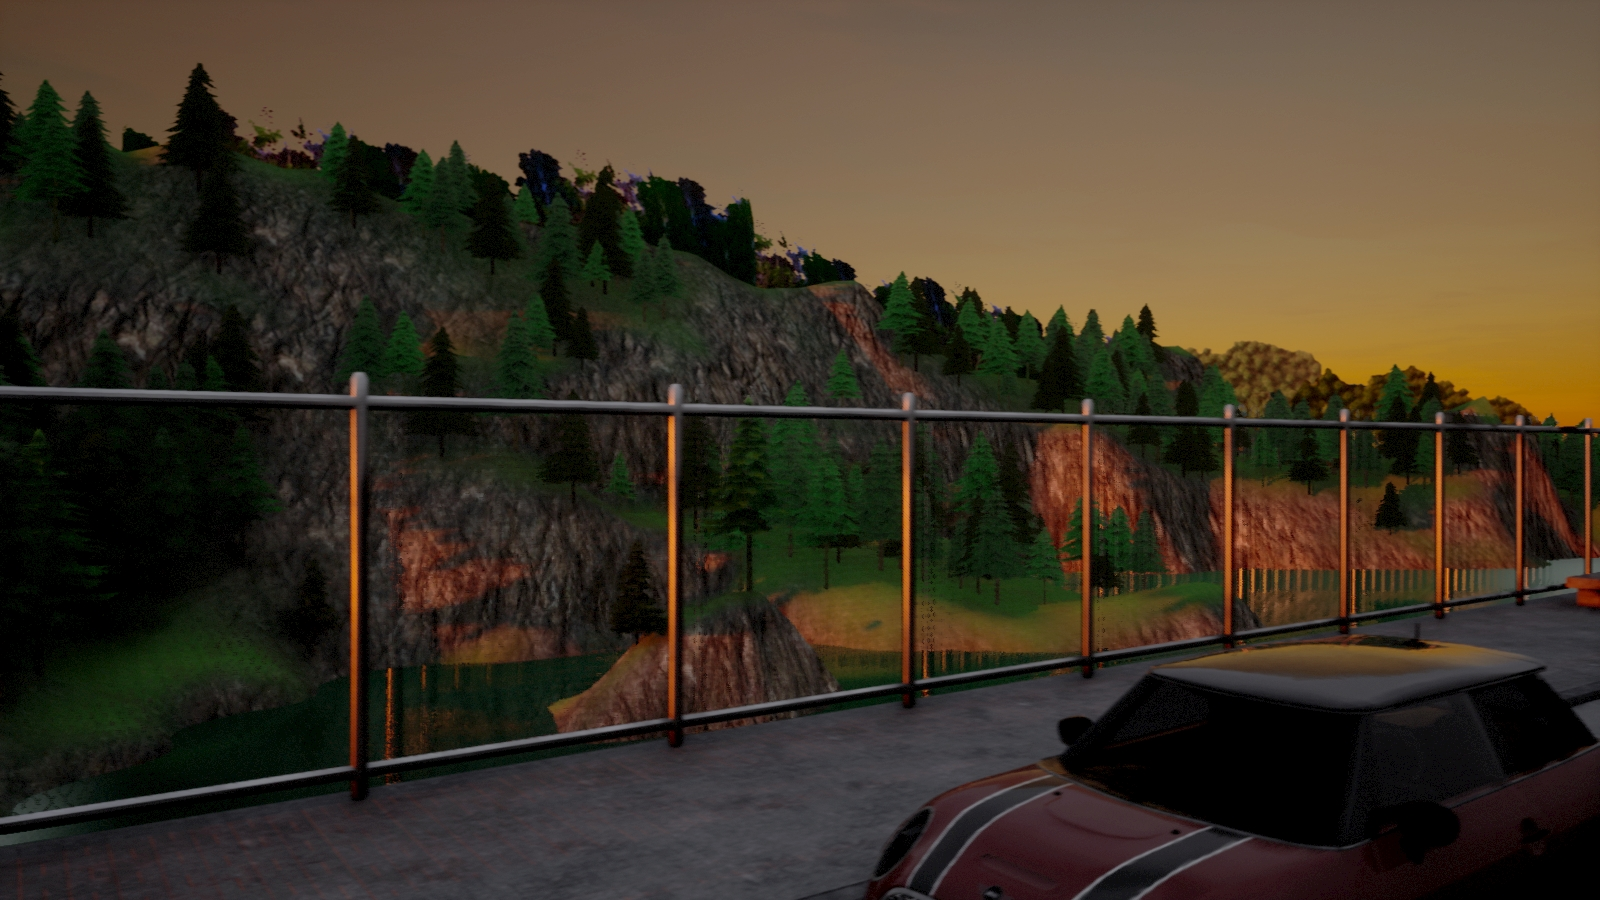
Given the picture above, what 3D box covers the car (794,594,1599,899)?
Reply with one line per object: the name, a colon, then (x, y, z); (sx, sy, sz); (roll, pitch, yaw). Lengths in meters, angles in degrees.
car: (2.439, 1.904, 5.918); (4.553, 1.767, 2.097); (0, 0, -35)
